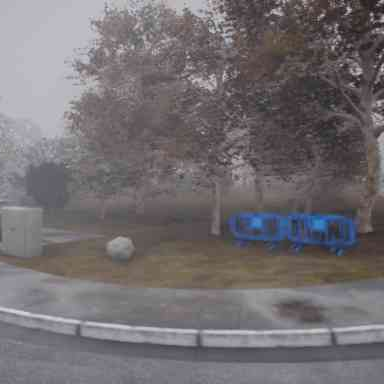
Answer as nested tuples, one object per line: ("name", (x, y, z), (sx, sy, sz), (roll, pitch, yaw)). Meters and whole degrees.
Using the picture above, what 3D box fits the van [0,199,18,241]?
("van", (-9.631, 1.266, 14.208), (1.878, 1.987, 4.442), (1, -1, 16))

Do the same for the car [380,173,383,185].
("car", (32.405, -2.192, 56.081), (2.150, 2.045, 5.566), (1, 2, 21))
